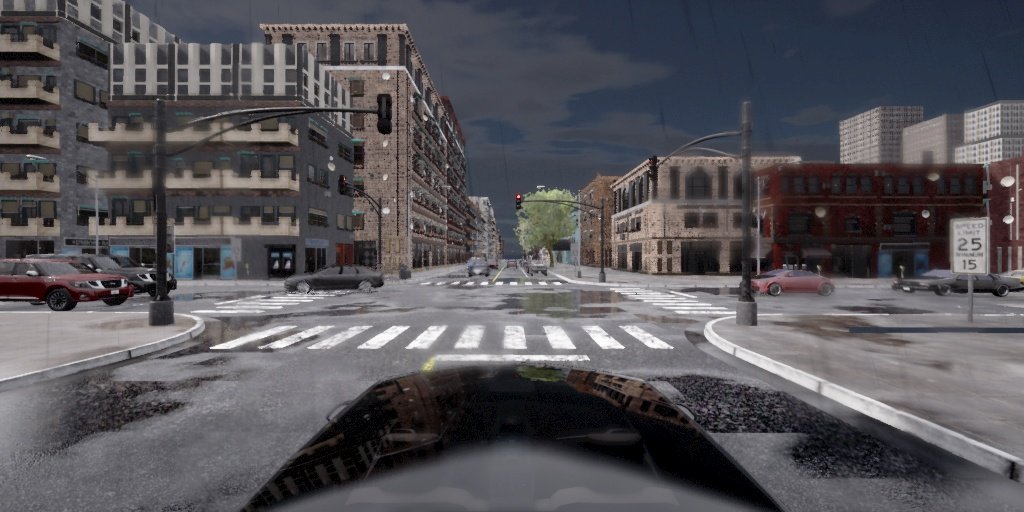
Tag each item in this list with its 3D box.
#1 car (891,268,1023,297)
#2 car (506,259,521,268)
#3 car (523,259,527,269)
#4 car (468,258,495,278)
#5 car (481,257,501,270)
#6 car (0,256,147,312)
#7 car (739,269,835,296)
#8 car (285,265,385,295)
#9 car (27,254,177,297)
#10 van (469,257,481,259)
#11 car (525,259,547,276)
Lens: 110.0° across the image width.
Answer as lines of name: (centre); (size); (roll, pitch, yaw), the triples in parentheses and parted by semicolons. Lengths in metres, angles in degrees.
car: (24.020, 1.412, 19.392); (5.357, 1.411, 2.033); (0, 0, 0)
car: (0.002, 1.319, 63.384); (2.128, 1.511, 4.902); (0, 0, 0)
car: (2.692, 1.228, 42.725); (1.967, 1.591, 4.097); (0, 0, 0)
car: (-3.100, 1.266, 34.675); (2.128, 1.511, 4.902); (0, 0, 0)
car: (-3.088, 1.157, 52.733); (2.097, 1.767, 4.553); (0, 0, 0)
car: (-17.276, 1.013, 13.309); (5.009, 1.841, 2.192); (0, 0, 0)
car: (14.719, 1.387, 19.325); (4.181, 1.385, 1.994); (0, 0, 0)
car: (-9.534, 1.243, 19.617); (4.892, 1.490, 1.837); (0, 3, -22)
car: (-18.310, 0.917, 15.889); (5.566, 2.045, 2.150); (0, 0, 0)
van: (-5.689, 1.149, 54.120); (1.690, 1.789, 3.998); (0, 0, 0)
car: (2.691, 1.330, 37.028); (2.007, 1.370, 4.403); (0, 0, 0)
